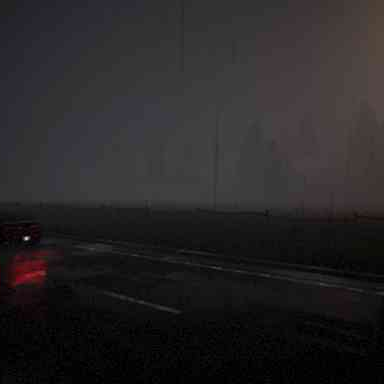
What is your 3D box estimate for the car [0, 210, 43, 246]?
[{"bbox_3d":[-8.269,1.514,14.066,4.892,1.490,1.837,0,0,36],"label":"car"}]
